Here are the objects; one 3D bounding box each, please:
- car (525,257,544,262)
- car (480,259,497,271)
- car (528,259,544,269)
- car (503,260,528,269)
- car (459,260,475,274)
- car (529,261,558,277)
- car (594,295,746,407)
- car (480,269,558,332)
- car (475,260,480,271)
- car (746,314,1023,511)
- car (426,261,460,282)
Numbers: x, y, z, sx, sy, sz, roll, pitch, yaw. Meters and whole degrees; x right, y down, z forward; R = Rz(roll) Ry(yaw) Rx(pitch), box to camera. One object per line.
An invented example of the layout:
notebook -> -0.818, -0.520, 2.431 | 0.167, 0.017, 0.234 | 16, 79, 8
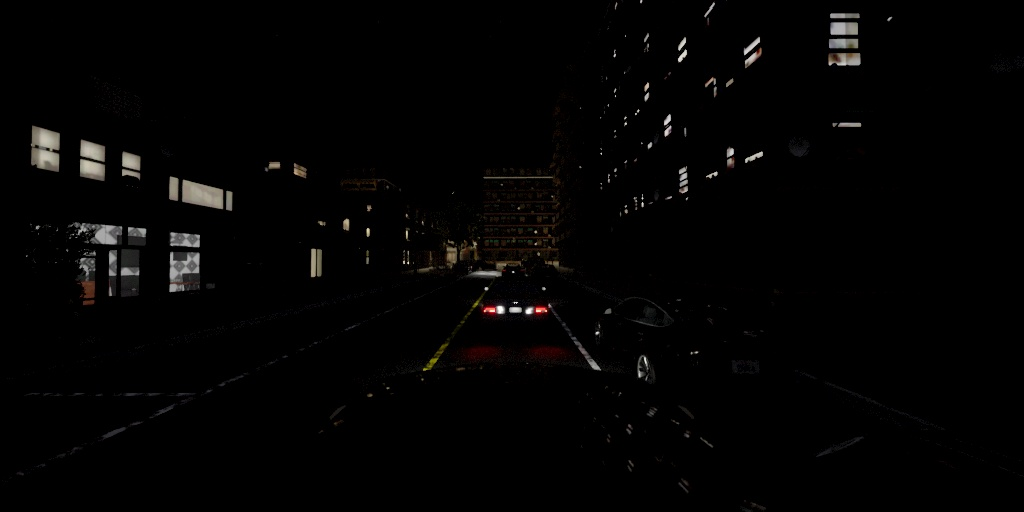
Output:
car -> 2.695, 1.084, 40.343 | 2.192, 1.841, 5.009 | 0, 0, 0
car -> -3.081, 1.376, 48.660 | 1.895, 1.301, 4.718 | 0, 0, 0
car -> 2.694, 1.291, 34.825 | 1.751, 1.417, 4.829 | 0, 0, 0
car -> 0.103, 1.328, 32.288 | 1.994, 1.385, 4.181 | 0, 0, 0
car -> -5.653, 1.209, 40.284 | 1.967, 1.591, 4.097 | 0, 0, 0
car -> 2.694, 1.313, 28.969 | 2.007, 1.370, 4.403 | 0, 0, 0
car -> 2.692, 1.317, 6.223 | 1.948, 1.339, 4.313 | 0, 0, 0
car -> 0.096, 1.301, 10.841 | 2.033, 1.411, 5.357 | 0, 0, 0
car -> -5.652, 1.213, 45.972 | 1.967, 1.591, 4.097 | 0, 0, 0
car -> 2.691, 1.189, 0.536 | 1.967, 1.591, 4.097 | 0, 0, 0
car -> -5.654, 1.288, 28.742 | 1.751, 1.417, 4.829 | 0, 0, 0
